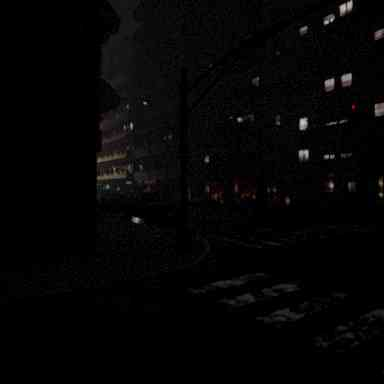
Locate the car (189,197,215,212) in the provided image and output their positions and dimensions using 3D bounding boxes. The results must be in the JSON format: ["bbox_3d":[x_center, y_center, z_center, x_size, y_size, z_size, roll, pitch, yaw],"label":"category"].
[{"bbox_3d":[0.892,1.061,30.072,1.802,1.307,4.206,1,0,-36],"label":"car"}]

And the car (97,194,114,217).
[{"bbox_3d":[-5.929,1.060,25.203,1.887,1.381,4.507,1,0,-36],"label":"car"}]

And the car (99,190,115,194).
[{"bbox_3d":[-7.015,0.903,31.121,1.882,1.535,5.008,0,1,-36],"label":"car"}]

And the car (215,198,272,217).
[{"bbox_3d":[4.150,1.125,25.553,1.947,1.339,4.313,1,0,-36],"label":"car"}]

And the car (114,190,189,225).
[{"bbox_3d":[-2.667,0.911,20.683,2.192,1.841,5.009,1,0,-36],"label":"car"}]
